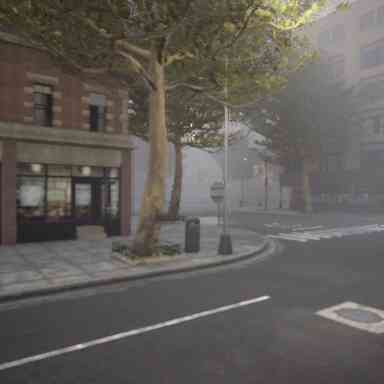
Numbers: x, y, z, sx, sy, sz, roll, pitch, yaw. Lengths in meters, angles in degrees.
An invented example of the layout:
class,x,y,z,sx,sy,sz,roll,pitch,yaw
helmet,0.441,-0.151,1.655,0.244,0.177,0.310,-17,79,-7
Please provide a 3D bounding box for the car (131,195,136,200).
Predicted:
class,x,y,z,sx,sy,sz,roll,pitch,yaw
car,-15.016,1.486,87.042,4.674,1.452,2.002,0,0,-36
